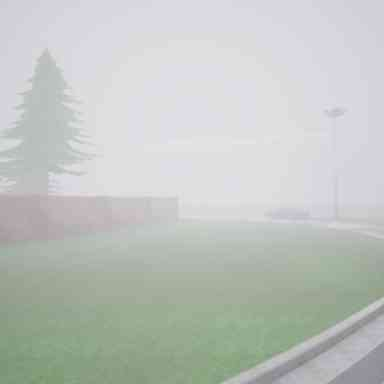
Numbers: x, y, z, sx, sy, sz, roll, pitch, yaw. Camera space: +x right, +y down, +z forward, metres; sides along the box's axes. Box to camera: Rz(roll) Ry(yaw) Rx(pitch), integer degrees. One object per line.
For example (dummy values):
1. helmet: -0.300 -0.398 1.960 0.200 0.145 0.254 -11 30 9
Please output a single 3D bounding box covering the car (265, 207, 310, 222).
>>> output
1. car: 9.736 2.262 34.323 1.882 1.535 5.008 2 -3 -35
